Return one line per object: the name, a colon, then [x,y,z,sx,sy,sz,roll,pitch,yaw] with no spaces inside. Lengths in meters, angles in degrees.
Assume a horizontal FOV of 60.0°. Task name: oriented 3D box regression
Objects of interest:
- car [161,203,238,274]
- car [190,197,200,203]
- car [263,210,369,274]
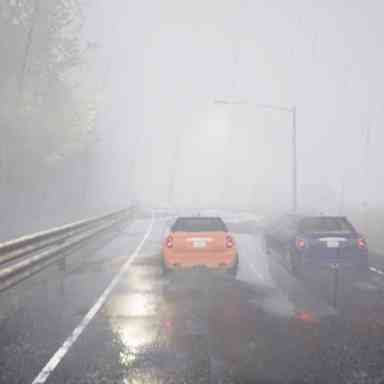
car: [0.220,1.417,10.897,2.097,1.767,4.553,0,0,1]
car: [0.699,1.770,71.934,2.097,1.767,4.553,0,0,1]
car: [3.719,1.405,10.858,2.097,1.767,4.553,0,0,1]
